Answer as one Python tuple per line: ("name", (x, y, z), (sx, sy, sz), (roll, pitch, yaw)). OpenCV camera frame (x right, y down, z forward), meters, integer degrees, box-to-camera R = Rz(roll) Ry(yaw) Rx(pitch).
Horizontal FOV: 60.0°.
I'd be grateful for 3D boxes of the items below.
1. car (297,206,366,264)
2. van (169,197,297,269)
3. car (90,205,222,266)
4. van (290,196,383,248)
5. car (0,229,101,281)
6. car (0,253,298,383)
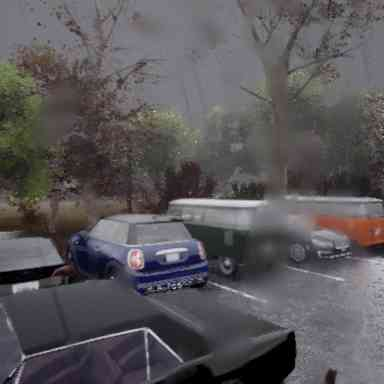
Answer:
("car", (3.062, 1.419, 11.786), (2.231, 1.521, 4.892), (0, 0, -36))
("van", (0.697, 1.211, 10.234), (1.878, 1.987, 4.442), (-1, 0, -36))
("car", (-1.614, 1.331, 8.402), (2.185, 1.767, 4.553), (0, 0, -36))
("van", (5.297, 1.172, 13.515), (1.878, 1.987, 4.442), (0, 0, -36))
("car", (-3.846, 1.504, 6.886), (2.163, 1.488, 4.792), (-1, 0, -36))
("car", (-1.338, 1.598, 2.732), (4.718, 1.301, 1.895), (0, 0, -36))
